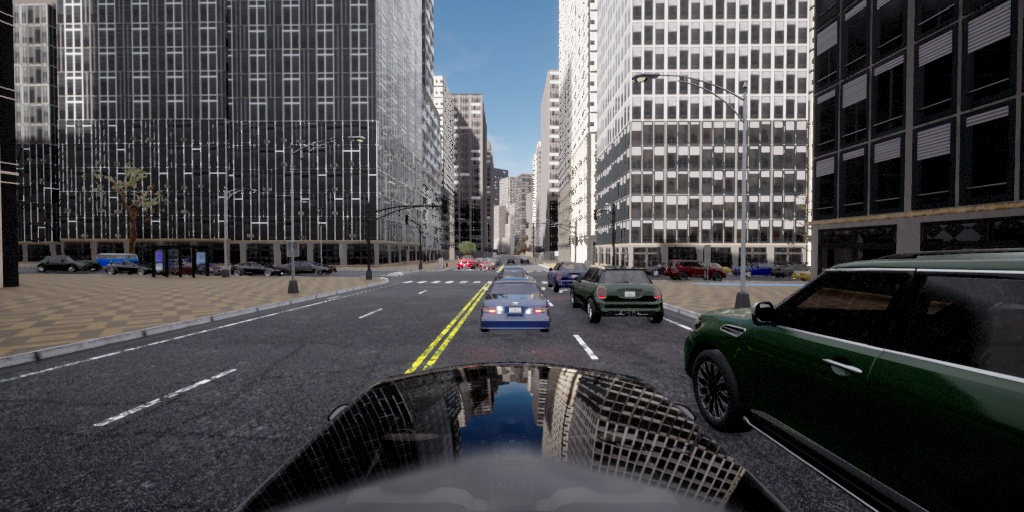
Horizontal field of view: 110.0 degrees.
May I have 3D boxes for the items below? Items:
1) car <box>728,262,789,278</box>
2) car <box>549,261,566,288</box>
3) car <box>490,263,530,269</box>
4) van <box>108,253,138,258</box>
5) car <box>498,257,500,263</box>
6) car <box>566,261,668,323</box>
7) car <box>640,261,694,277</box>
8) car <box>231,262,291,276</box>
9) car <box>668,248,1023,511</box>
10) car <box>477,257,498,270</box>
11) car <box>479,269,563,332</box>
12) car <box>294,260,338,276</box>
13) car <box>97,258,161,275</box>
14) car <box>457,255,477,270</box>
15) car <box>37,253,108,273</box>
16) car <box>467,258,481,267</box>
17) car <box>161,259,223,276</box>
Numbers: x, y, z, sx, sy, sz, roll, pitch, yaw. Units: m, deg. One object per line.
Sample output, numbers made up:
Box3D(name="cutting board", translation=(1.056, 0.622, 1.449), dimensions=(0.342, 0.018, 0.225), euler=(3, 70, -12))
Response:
Box3D(name="car", translation=(25.684, 1.420, 37.426), dimensions=(5.008, 1.535, 1.882), euler=(1, 1, 1))
Box3D(name="car", translation=(3.300, 1.091, 21.104), dimensions=(2.097, 1.767, 4.553), euler=(0, 0, 0))
Box3D(name="car", translation=(0.052, 1.304, 20.036), dimensions=(1.994, 1.385, 4.181), euler=(0, 0, 0))
Box3D(name="van", translation=(-45.388, 0.602, 41.127), dimensions=(3.998, 1.789, 1.690), euler=(0, 0, 1))
Box3D(name="car", translation=(-3.480, 1.229, 60.074), dimensions=(1.812, 1.442, 4.674), euler=(0, 0, 0))
Box3D(name="car", translation=(3.324, 1.097, 12.240), dimensions=(2.097, 1.767, 4.553), euler=(0, 0, 0))
Box3D(name="car", translation=(16.206, 1.364, 37.589), dimensions=(4.892, 1.490, 1.837), euler=(0, 1, -1))
Box3D(name="car", translation=(-22.809, 1.172, 32.217), dimensions=(4.313, 1.339, 1.948), euler=(0, 0, 1))
Box3D(name="car", translation=(3.345, 0.971, 2.394), dimensions=(2.150, 2.045, 5.566), euler=(0, 0, 0))
Box3D(name="car", translation=(-3.440, 1.066, 51.230), dimensions=(2.097, 1.767, 4.553), euler=(0, 0, -1))
Box3D(name="car", translation=(0.079, 1.293, 10.793), dimensions=(2.033, 1.411, 5.357), euler=(0, 0, 0))
Box3D(name="car", translation=(-19.994, 1.135, 34.875), dimensions=(5.357, 1.411, 2.033), euler=(1, 1, 1))
Box3D(name="car", translation=(-34.174, 1.067, 32.495), dimensions=(4.313, 1.339, 1.948), euler=(0, 0, 1))
Box3D(name="car", translation=(-6.721, 0.933, 53.374), dimensions=(2.150, 2.045, 5.566), euler=(0, 0, 0))
Box3D(name="car", translation=(-43.455, 0.728, 35.308), dimensions=(4.553, 1.767, 2.097), euler=(0, 1, 1))
Box3D(name="car", translation=(-6.718, 1.176, 63.719), dimensions=(1.882, 1.535, 5.008), euler=(0, 0, 1))
Box3D(name="car", translation=(-28.493, 1.136, 32.336), dimensions=(4.207, 1.307, 1.802), euler=(0, 0, 1))
